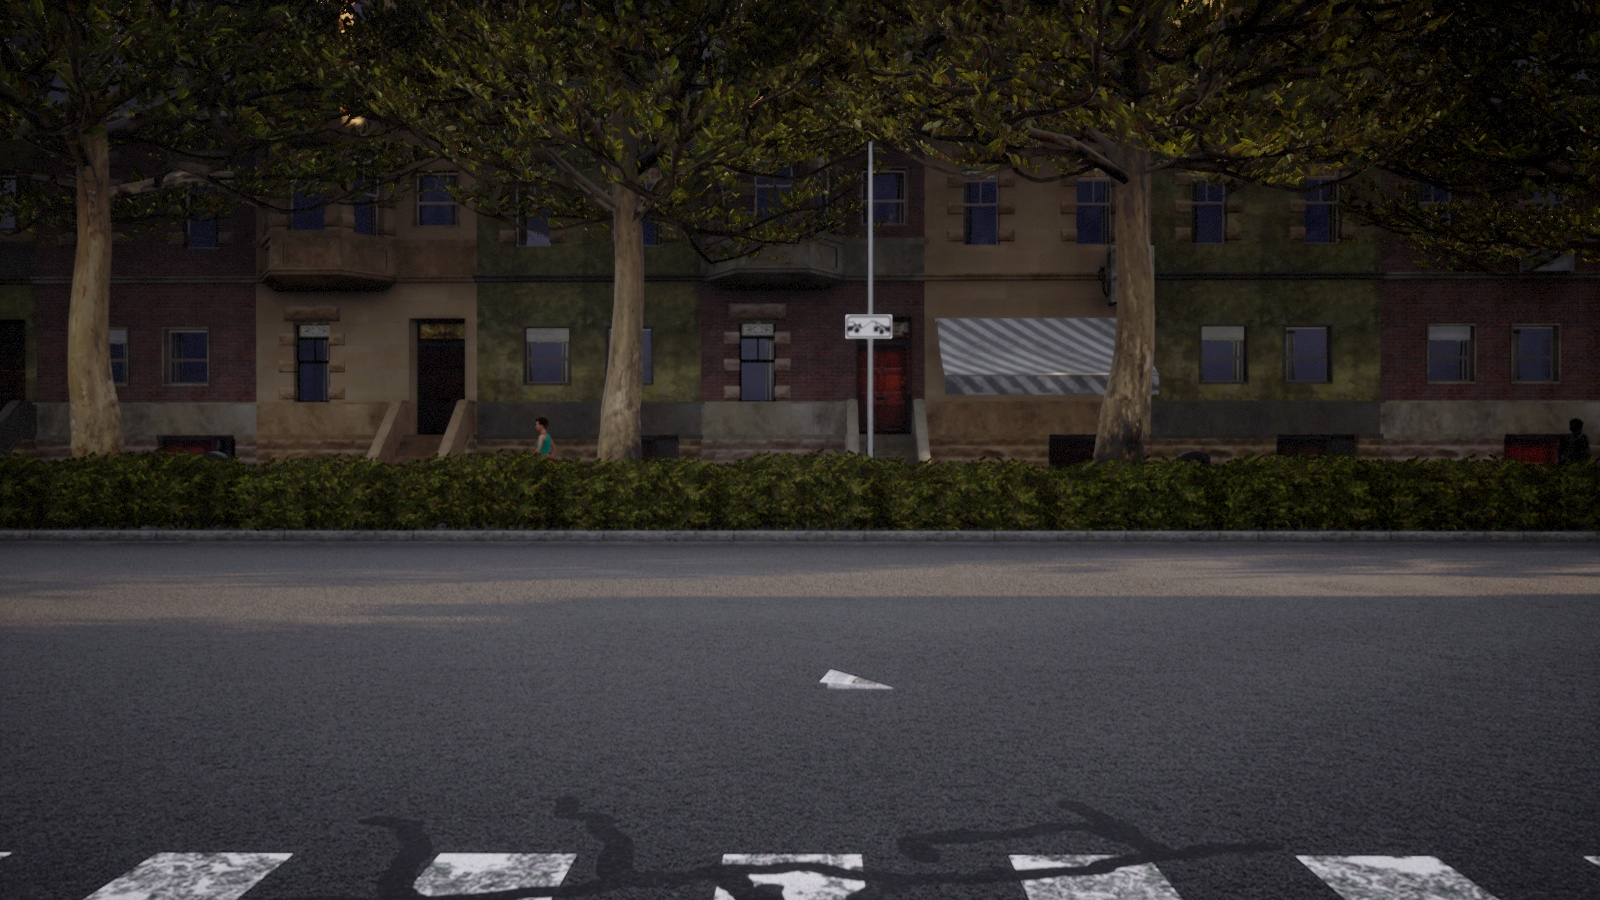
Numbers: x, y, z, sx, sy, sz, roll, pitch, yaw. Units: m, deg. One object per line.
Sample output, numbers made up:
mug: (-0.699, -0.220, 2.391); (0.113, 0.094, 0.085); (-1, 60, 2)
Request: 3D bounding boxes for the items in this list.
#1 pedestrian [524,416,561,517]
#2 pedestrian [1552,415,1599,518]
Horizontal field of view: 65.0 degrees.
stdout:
pedestrian: (-4.727, 0.295, 23.063); (0.594, 1.836, 0.345); (0, 0, 0)
pedestrian: (14.708, 0.307, 23.774); (0.692, 1.930, 0.395); (0, 0, 3)
